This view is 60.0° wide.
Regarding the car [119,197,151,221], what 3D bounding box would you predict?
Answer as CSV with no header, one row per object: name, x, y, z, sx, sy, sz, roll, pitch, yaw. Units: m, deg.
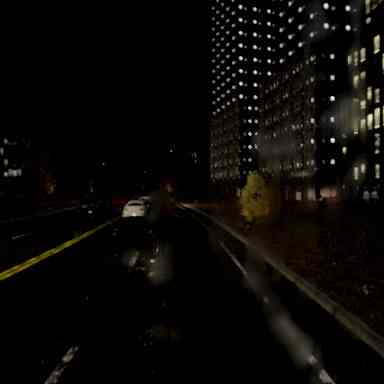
car,-4.404,1.423,26.439,1.812,1.442,4.674,0,0,-5

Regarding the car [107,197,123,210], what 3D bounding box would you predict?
car,-9.172,1.354,40.402,1.882,1.535,5.008,0,0,-7

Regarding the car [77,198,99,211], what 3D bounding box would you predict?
car,-12.366,1.414,39.707,1.812,1.442,4.674,0,0,-7
